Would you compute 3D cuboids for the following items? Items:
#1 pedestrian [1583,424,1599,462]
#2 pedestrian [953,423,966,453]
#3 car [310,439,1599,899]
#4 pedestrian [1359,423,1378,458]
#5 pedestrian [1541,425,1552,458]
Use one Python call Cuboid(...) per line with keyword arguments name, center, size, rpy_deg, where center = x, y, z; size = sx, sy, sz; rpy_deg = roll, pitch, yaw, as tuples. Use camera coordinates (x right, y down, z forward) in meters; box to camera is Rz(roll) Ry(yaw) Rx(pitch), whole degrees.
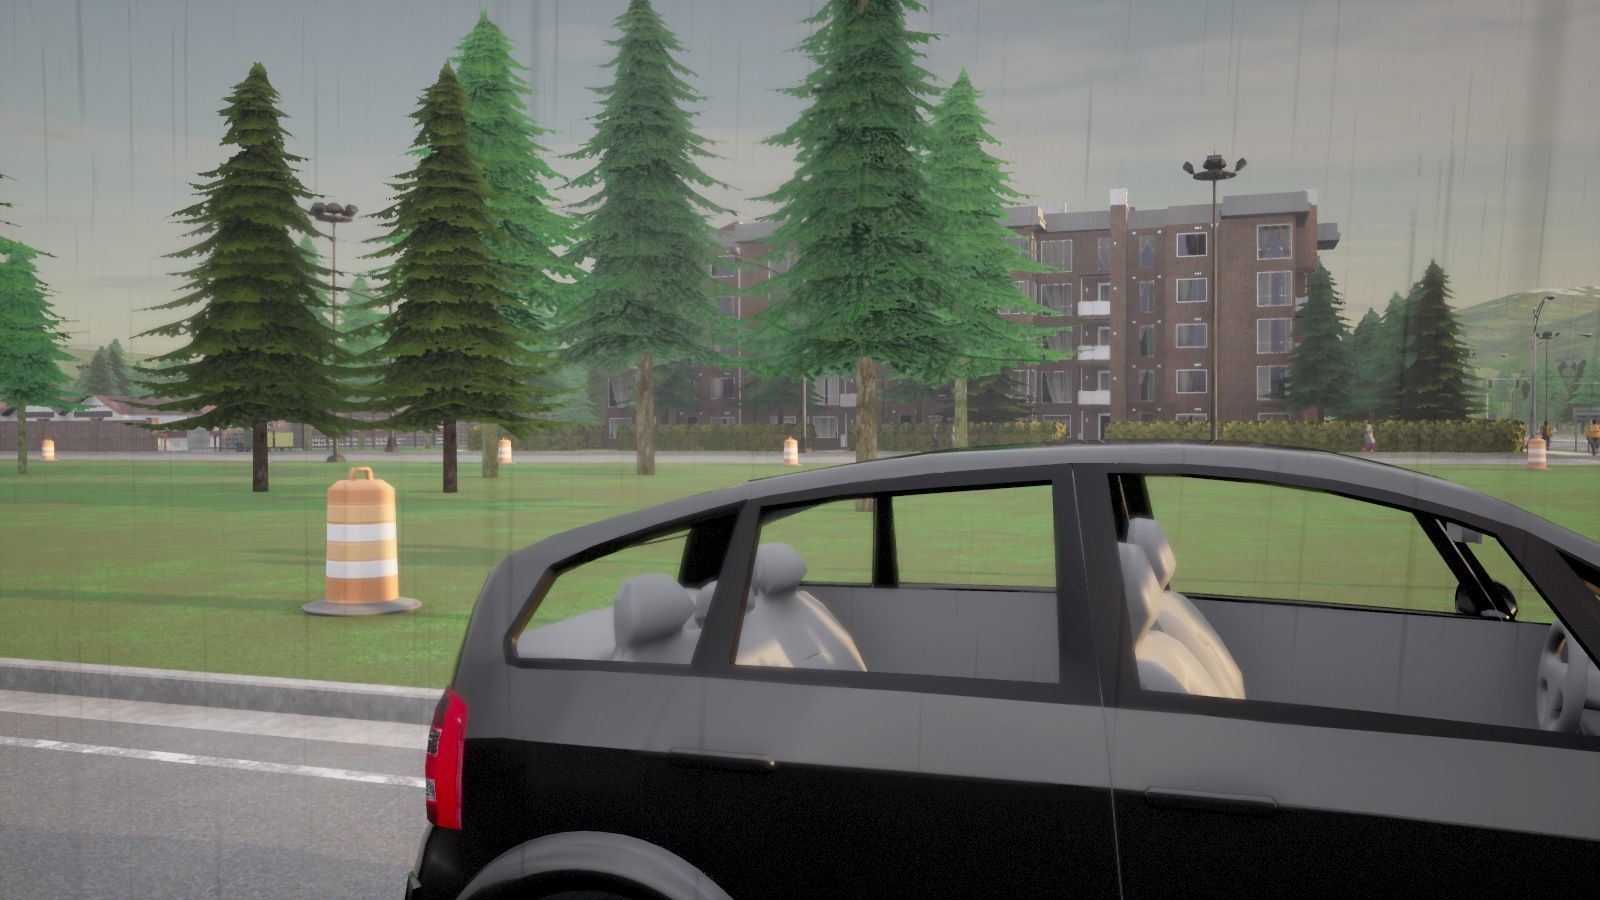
Cuboid(name="pedestrian", center=(38.870, -0.334, 61.417), size=(0.874, 1.855, 0.900), rpy_deg=(1, 1, 25))
Cuboid(name="pedestrian", center=(9.716, -0.731, 76.363), size=(0.703, 1.840, 0.431), rpy_deg=(1, 1, 19))
Cuboid(name="car", center=(1.036, 0.764, 2.844), size=(3.705, 1.549, 1.789), rpy_deg=(0, 1, 19))
Cuboid(name="pedestrian", center=(31.309, -0.534, 69.126), size=(0.873, 1.952, 0.659), rpy_deg=(1, 1, 20))
Cuboid(name="pedestrian", center=(41.516, -0.497, 69.838), size=(0.370, 1.835, 0.726), rpy_deg=(1, 1, 19))
